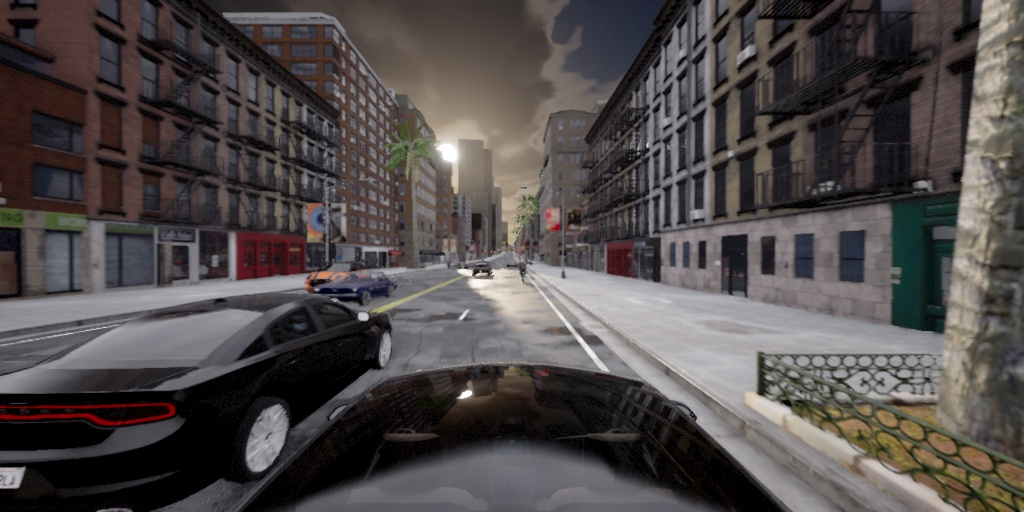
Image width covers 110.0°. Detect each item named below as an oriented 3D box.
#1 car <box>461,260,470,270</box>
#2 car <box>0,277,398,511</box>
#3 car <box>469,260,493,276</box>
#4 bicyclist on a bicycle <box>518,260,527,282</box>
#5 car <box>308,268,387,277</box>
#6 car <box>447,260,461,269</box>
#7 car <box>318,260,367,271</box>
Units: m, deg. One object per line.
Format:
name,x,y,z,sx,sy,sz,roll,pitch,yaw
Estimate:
car,-6.562,1.396,57.348,1.812,1.442,4.674,0,0,0
car,-3.151,1.226,4.691,1.882,1.535,5.008,0,0,0
car,-3.161,1.309,38.760,1.837,1.490,4.892,0,0,0
bicyclist on a bicycle,0.886,1.231,27.558,0.582,1.620,1.656,0,0,0
car,-6.604,1.356,15.591,1.895,1.301,4.718,0,0,0
car,-9.801,1.383,61.203,2.128,1.511,4.902,0,0,1
car,-9.854,1.115,20.703,2.097,1.767,4.553,0,0,0
